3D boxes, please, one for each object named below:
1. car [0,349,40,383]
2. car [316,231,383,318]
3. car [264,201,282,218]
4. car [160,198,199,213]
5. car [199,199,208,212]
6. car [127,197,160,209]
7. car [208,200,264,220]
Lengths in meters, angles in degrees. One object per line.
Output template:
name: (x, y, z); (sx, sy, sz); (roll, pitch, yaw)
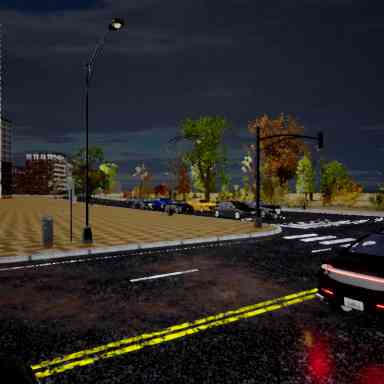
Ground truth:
car: (-3.116, 1.492, 1.186); (4.902, 1.511, 2.128); (0, 0, -36)
car: (4.466, 1.491, 6.432); (4.902, 1.511, 2.128); (0, 0, -34)
car: (6.286, 1.540, 31.280); (2.128, 1.511, 4.902); (0, 0, -32)
car: (-1.478, 1.648, 37.650); (1.994, 1.385, 4.181); (0, 0, -32)
car: (1.052, 1.550, 39.746); (1.882, 1.535, 5.008); (0, 0, -32)
car: (-6.805, 1.597, 46.431); (2.128, 1.511, 4.902); (0, 0, -31)
car: (3.740, 1.564, 29.219); (1.837, 1.490, 4.892); (0, 0, -32)
